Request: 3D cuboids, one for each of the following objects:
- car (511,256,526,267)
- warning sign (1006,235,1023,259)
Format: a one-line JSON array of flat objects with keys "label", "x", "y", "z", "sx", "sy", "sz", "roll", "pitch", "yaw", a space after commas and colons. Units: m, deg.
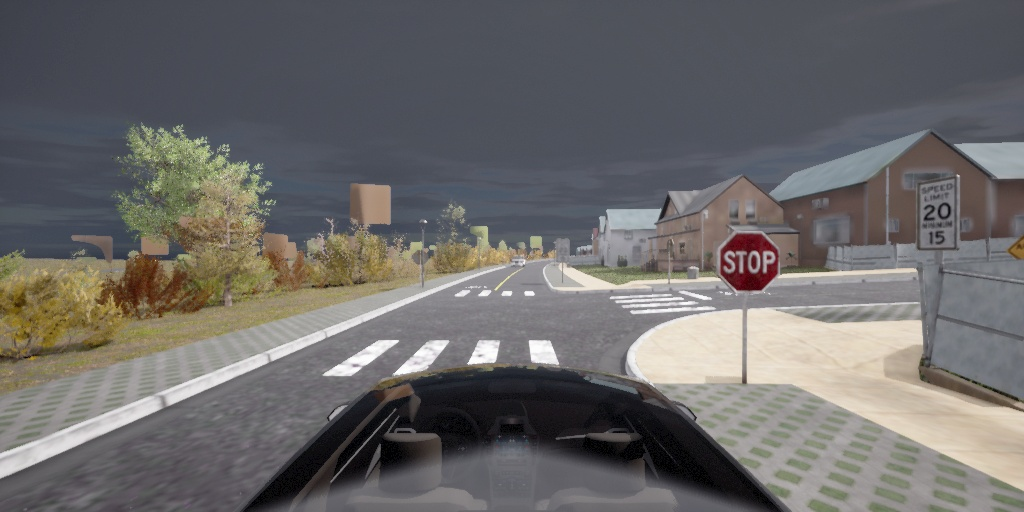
[{"label": "car", "x": 1.121, "y": 0.943, "z": 61.194, "sx": 2.150, "sy": 2.045, "sz": 5.566, "roll": 0, "pitch": 0, "yaw": 7}, {"label": "warning sign", "x": 12.602, "y": 0.115, "z": 8.446, "sx": 1.060, "sy": 1.860, "sz": 1.300, "roll": 0, "pitch": 0, "yaw": 5}]
